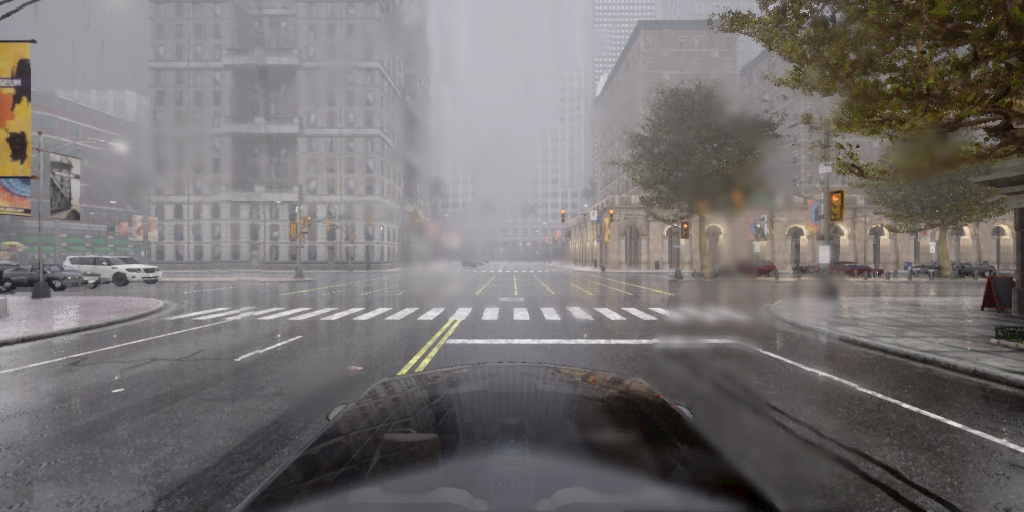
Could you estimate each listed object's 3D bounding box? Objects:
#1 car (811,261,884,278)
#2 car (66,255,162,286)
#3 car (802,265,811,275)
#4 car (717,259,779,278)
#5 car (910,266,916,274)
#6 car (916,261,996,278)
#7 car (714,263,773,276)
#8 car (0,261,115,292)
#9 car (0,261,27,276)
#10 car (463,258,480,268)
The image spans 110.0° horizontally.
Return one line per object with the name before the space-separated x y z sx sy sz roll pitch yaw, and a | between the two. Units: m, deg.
car | 30.385 1.351 32.413 4.718 1.301 1.895 0 0 0
car | -27.379 0.971 24.541 5.566 2.045 2.150 0 0 2
car | 32.483 1.255 35.901 4.892 1.490 1.837 0 0 0
car | 21.397 1.102 32.460 4.553 1.767 2.097 0 0 0
car | 42.800 1.241 35.834 4.902 1.511 2.128 0 0 1
car | 40.372 1.241 32.352 4.902 1.511 2.128 0 0 1
car | 23.159 1.351 35.951 4.718 1.301 1.895 0 0 0
car | -27.059 1.242 21.024 4.902 1.511 2.128 0 0 0
car | -52.533 1.255 36.915 4.892 1.490 1.837 0 0 20
car | -7.096 1.102 60.889 2.097 1.767 4.553 0 0 0
